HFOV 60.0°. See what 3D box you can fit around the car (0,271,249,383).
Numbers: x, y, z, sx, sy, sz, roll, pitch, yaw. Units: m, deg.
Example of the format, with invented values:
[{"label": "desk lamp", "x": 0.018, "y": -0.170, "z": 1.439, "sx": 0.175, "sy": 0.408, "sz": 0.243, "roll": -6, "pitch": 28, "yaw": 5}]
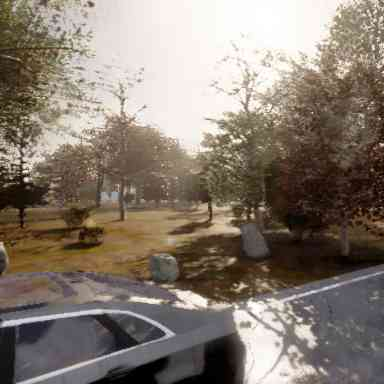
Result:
[{"label": "car", "x": -1.758, "y": 1.491, "z": 2.432, "sx": 4.902, "sy": 1.511, "sz": 2.128, "roll": 0, "pitch": 0, "yaw": -36}]
